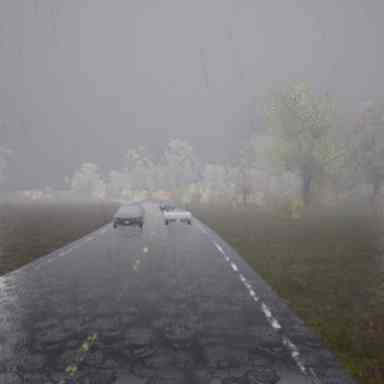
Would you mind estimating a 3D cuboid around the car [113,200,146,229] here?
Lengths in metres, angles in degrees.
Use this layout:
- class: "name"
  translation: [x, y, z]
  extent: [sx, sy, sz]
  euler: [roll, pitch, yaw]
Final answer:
- class: "car"
  translation: [-4.139, 1.583, 22.610]
  extent: [1.882, 1.535, 5.008]
  euler: [0, 0, -5]

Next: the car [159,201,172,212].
- class: "car"
  translation: [-3.210, 1.787, 42.188]
  extent: [1.895, 1.301, 4.718]
  euler: [0, 0, -8]

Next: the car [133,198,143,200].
- class: "car"
  translation: [-10.339, 1.805, 63.050]
  extent: [1.812, 1.442, 4.674]
  euler: [0, 0, -12]

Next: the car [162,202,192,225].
- class: "car"
  translation: [-1.158, 1.711, 25.296]
  extent: [1.895, 1.301, 4.718]
  euler: [0, 0, -5]
